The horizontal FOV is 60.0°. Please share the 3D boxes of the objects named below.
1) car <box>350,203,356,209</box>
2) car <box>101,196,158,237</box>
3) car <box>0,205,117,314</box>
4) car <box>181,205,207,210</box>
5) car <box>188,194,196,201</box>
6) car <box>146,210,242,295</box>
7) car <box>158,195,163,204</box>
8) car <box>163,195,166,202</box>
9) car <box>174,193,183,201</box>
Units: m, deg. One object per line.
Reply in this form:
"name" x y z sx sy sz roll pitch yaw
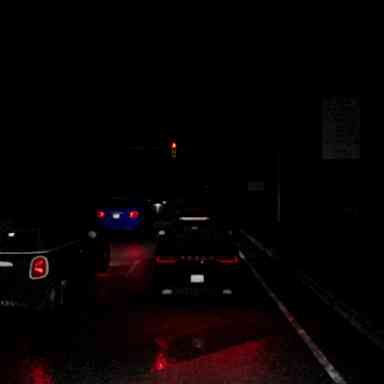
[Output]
"car" 22.307 1.318 41.468 4.553 1.767 2.097 0 0 3
"car" -3.413 1.208 17.966 2.150 2.045 5.566 0 0 1
"car" -3.398 1.348 7.742 2.097 1.767 4.553 0 0 0
"car" 0.107 1.478 18.225 2.128 1.511 4.902 0 0 0
"car" 0.034 1.286 86.044 2.097 1.767 4.553 0 0 0
"car" 0.103 1.471 8.725 1.882 1.535 5.008 0 0 0
"car" -7.029 1.459 61.725 1.837 1.490 4.892 0 0 0
"car" -6.969 1.483 77.471 2.033 1.411 5.357 0 0 0
"car" -3.466 1.156 85.722 2.150 2.045 5.566 0 0 0
